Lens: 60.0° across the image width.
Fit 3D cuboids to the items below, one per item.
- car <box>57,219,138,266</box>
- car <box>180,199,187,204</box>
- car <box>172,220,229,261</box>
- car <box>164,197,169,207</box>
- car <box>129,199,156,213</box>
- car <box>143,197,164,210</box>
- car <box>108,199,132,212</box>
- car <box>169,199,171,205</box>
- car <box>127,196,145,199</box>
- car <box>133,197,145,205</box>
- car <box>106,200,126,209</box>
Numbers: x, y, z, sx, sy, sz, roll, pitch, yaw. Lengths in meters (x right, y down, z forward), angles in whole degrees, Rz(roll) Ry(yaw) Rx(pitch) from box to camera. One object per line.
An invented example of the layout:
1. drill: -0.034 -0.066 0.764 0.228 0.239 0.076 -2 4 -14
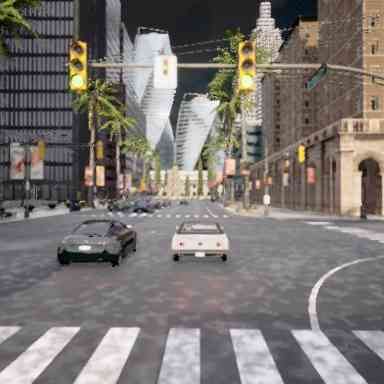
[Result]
1. car: -3.206 1.679 12.038 1.994 1.385 4.181 0 -1 1
2. car: -2.233 2.388 85.260 2.033 1.411 5.357 0 -1 0
3. car: 0.299 1.732 12.894 1.895 1.301 4.718 0 -1 1
4. car: -5.985 2.150 63.617 1.812 1.442 4.674 0 -1 1
5. car: -6.394 1.974 43.867 2.033 1.411 5.357 0 -1 1
6. car: -6.188 2.001 53.561 1.882 1.535 5.008 0 -1 1
7. car: -9.870 1.998 45.384 1.994 1.385 4.181 0 -1 1
8. car: -5.798 2.081 73.818 2.097 1.767 4.553 0 -1 1
9. car: -9.655 1.749 54.678 2.150 2.045 5.566 0 -1 1
10. car: -12.370 2.110 78.163 2.185 1.767 4.553 0 -1 0
11. car: -12.798 2.049 56.235 2.161 1.482 4.786 0 -1 0
